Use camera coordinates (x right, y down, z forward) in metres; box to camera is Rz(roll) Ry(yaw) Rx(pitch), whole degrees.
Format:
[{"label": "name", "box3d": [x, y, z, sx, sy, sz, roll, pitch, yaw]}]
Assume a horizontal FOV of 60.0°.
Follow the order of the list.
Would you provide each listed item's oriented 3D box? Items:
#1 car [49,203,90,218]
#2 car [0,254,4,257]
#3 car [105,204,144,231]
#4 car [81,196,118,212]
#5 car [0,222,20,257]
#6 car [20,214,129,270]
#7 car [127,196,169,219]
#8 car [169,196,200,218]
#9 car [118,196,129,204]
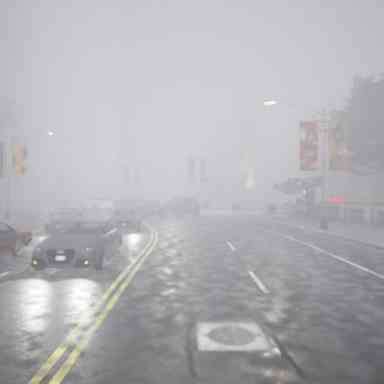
[{"label": "car", "box3d": [-7.794, 1.675, 20.897, 1.812, 1.442, 4.674, 0, 0, -10]}, {"label": "car", "box3d": [-3.609, 1.562, 1.856, 2.033, 1.411, 5.357, 0, 0, 0]}, {"label": "car", "box3d": [-4.281, 1.715, 21.217, 1.994, 1.385, 4.181, 0, 0, -10]}, {"label": "car", "box3d": [-12.356, 1.529, 43.046, 5.566, 2.045, 2.150, 0, 0, 45]}, {"label": "car", "box3d": [-7.119, 1.678, 10.682, 1.895, 1.301, 4.718, 0, 0, 0]}, {"label": "car", "box3d": [-3.621, 1.644, 11.149, 1.994, 1.385, 4.181, 0, 0, 0]}, {"label": "car", "box3d": [-4.358, 1.580, 32.182, 2.097, 1.767, 4.553, 0, -1, -29]}, {"label": "car", "box3d": [-1.218, 1.461, 33.719, 2.150, 2.045, 5.566, 0, 0, -29]}, {"label": "car", "box3d": [-8.390, 1.537, 44.017, 2.150, 2.045, 5.566, 0, 0, -44]}]
